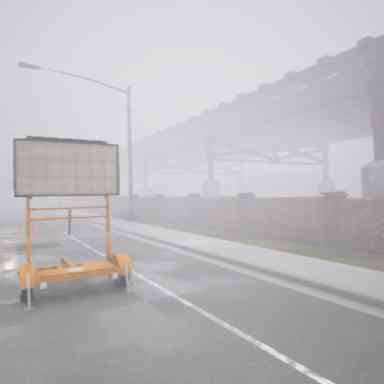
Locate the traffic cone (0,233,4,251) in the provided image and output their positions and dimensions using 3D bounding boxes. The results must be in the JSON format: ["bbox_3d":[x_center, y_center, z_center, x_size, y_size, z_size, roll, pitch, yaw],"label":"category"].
[{"bbox_3d":[-7.816,2.061,13.440,0.340,0.580,0.340,-1,0,-30],"label":"traffic cone"}]

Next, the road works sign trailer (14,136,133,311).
[{"bbox_3d":[-3.011,0.504,8.154,2.380,3.560,2.880,-1,0,-30],"label":"road works sign trailer"}]
